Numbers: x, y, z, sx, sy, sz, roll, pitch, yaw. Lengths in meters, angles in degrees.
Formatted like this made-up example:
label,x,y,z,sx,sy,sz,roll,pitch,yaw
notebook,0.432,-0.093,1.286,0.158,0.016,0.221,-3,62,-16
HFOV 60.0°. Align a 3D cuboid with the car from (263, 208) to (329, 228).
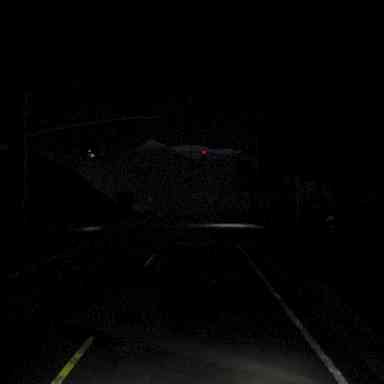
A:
label,x,y,z,sx,sy,sz,roll,pitch,yaw
car,8.108,2.002,26.089,4.902,1.511,2.128,0,-1,2
